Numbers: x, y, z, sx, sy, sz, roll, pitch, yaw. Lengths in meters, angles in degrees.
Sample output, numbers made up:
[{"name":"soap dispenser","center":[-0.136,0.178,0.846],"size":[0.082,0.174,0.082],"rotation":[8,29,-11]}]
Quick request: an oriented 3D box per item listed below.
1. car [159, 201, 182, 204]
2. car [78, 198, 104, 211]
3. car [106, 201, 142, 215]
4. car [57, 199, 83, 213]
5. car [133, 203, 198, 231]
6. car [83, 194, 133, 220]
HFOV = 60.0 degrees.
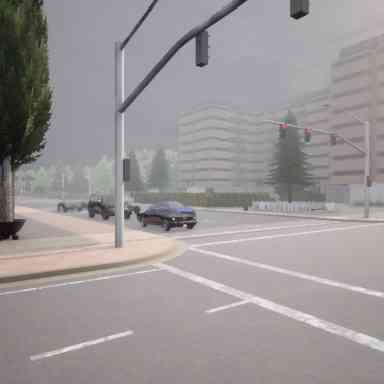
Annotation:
[{"name":"car","center":[-1.631,1.479,26.808],"size":[1.882,1.535,5.008],"rotation":[0,0,-36]},{"name":"car","center":[-13.084,1.527,42.708],"size":[1.812,1.442,4.674],"rotation":[0,0,-35]},{"name":"car","center":[-7.090,1.602,34.374],"size":[1.895,1.301,4.718],"rotation":[0,0,-36]},{"name":"car","center":[-14.051,1.527,38.046],"size":[1.812,1.442,4.674],"rotation":[0,0,-36]},{"name":"car","center":[-1.660,1.602,20.815],"size":[1.895,1.301,4.718],"rotation":[0,0,-35]},{"name":"car","center":[-7.175,1.223,28.510],"size":[2.150,2.045,5.566],"rotation":[0,0,-36]}]
